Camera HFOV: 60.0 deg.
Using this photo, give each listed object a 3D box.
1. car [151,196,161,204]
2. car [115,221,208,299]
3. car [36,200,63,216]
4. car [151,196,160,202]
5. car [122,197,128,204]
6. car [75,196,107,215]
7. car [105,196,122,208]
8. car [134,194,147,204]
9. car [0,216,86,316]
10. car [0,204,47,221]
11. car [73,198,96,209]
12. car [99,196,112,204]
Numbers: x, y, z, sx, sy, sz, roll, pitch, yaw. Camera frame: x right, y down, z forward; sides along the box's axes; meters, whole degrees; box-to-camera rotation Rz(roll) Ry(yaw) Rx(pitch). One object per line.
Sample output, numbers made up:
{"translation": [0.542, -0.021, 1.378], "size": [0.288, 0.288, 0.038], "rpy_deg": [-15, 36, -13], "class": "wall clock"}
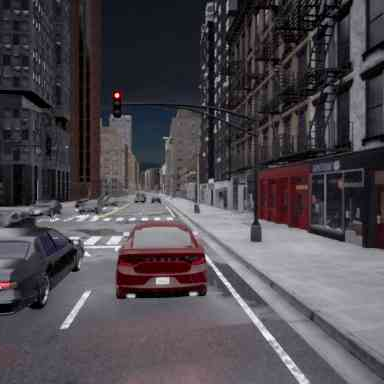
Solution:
{"translation": [-7.014, 1.525, 65.159], "size": [1.837, 1.490, 4.892], "rpy_deg": [0, 0, -6], "class": "car"}
{"translation": [-0.788, 1.477, 8.556], "size": [1.882, 1.535, 5.008], "rpy_deg": [0, 0, -6], "class": "car"}
{"translation": [-13.134, 1.496, 30.147], "size": [2.128, 1.511, 4.902], "rpy_deg": [0, 0, -6], "class": "car"}
{"translation": [-8.259, 1.564, 75.463], "size": [2.033, 1.411, 5.357], "rpy_deg": [0, 0, -6], "class": "car"}
{"translation": [-13.750, 1.622, 65.962], "size": [1.895, 1.301, 4.718], "rpy_deg": [0, 0, -6], "class": "car"}
{"translation": [-10.299, 1.510, 34.073], "size": [1.837, 1.490, 4.892], "rpy_deg": [0, 0, -6], "class": "car"}
{"translation": [-12.018, 1.520, 49.584], "size": [1.837, 1.490, 4.892], "rpy_deg": [0, 0, -6], "class": "car"}
{"translation": [-10.371, 1.622, 65.939], "size": [1.895, 1.301, 4.718], "rpy_deg": [0, 0, -6], "class": "car"}
{"translation": [-3.895, 1.546, 7.691], "size": [2.033, 1.411, 5.357], "rpy_deg": [0, 0, -6], "class": "car"}
{"translation": [-8.047, 1.490, 13.814], "size": [2.128, 1.511, 4.902], "rpy_deg": [0, 0, -6], "class": "car"}
{"translation": [-14.954, 1.560, 46.550], "size": [2.033, 1.411, 5.357], "rpy_deg": [0, 0, -6], "class": "car"}
{"translation": [-16.980, 1.546, 65.592], "size": [1.812, 1.442, 4.674], "rpy_deg": [0, 0, -6], "class": "car"}
